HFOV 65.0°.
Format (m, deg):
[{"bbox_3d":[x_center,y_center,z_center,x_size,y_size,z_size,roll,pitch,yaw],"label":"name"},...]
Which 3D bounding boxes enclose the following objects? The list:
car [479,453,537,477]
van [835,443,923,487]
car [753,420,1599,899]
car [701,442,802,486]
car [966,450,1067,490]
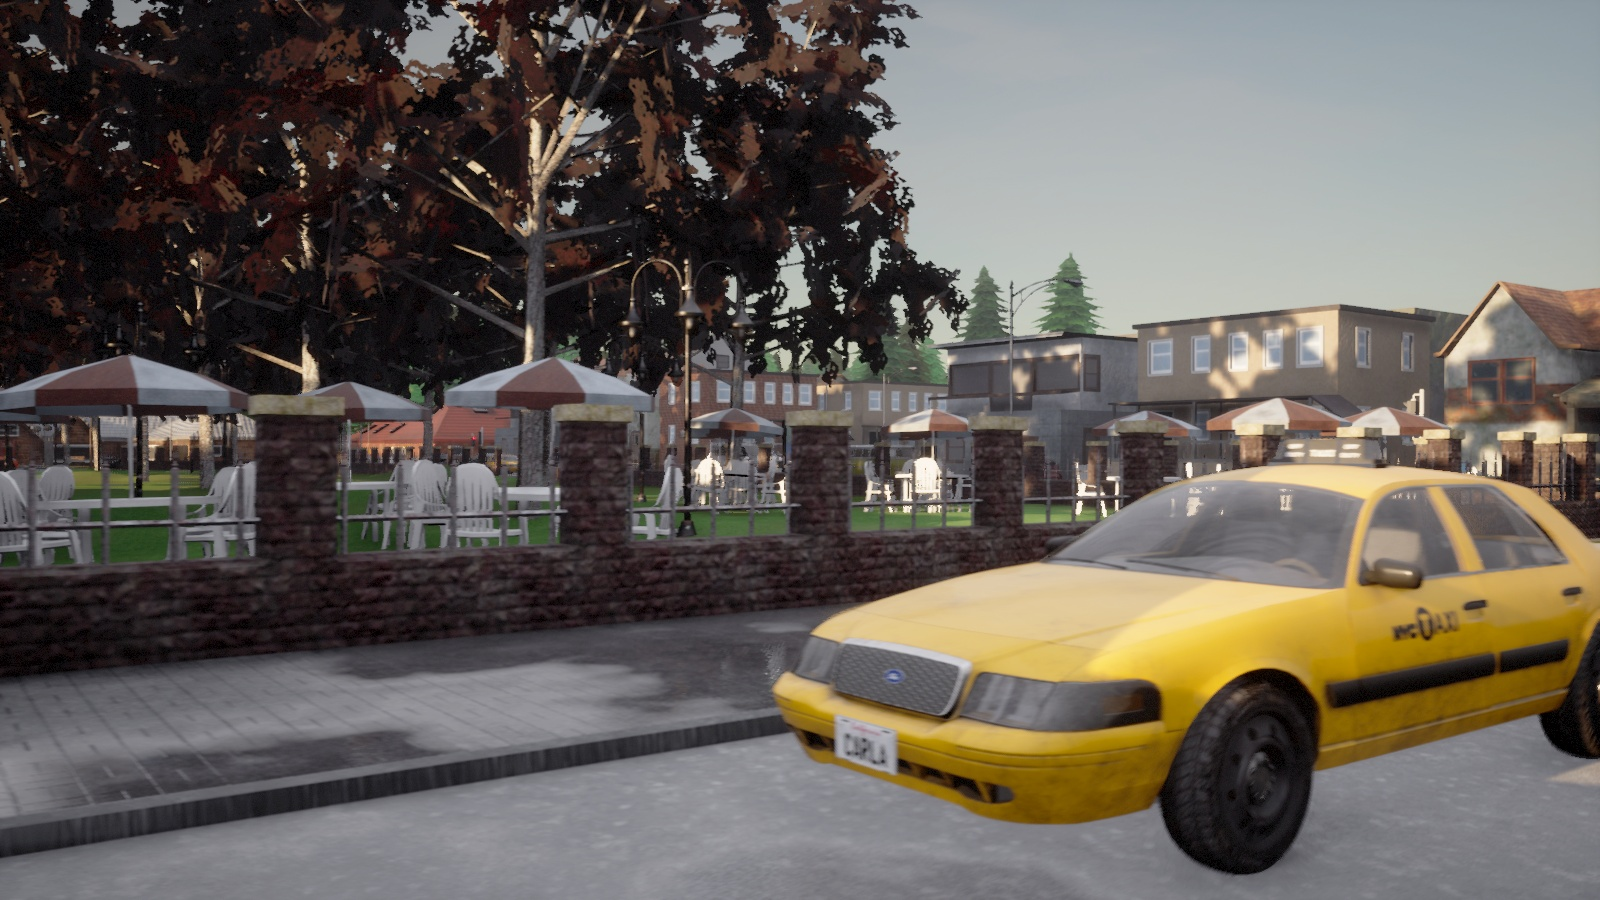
[{"bbox_3d":[-19.851,0.997,85.219,1.801,1.575,5.366,0,0,-37],"label":"car"},{"bbox_3d":[3.716,0.703,59.943,1.775,1.987,4.442,0,0,-36],"label":"van"},{"bbox_3d":[2.497,0.703,6.168,5.366,1.575,1.801,0,0,-36],"label":"car"},{"bbox_3d":[-2.431,0.680,61.524,2.150,2.045,5.566,0,0,-37],"label":"car"},{"bbox_3d":[9.052,0.819,52.706,1.851,1.617,3.988,0,0,-36],"label":"car"}]
